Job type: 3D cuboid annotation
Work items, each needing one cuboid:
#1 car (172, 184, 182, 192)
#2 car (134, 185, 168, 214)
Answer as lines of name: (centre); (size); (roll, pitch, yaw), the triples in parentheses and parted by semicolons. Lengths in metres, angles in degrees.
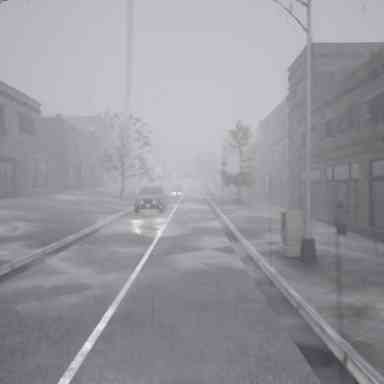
car: (-3.001, -0.785, 67.862); (2.128, 1.511, 4.902); (0, 2, 0)
car: (-3.091, 0.522, 25.962); (2.150, 2.045, 5.566); (0, 2, 0)
